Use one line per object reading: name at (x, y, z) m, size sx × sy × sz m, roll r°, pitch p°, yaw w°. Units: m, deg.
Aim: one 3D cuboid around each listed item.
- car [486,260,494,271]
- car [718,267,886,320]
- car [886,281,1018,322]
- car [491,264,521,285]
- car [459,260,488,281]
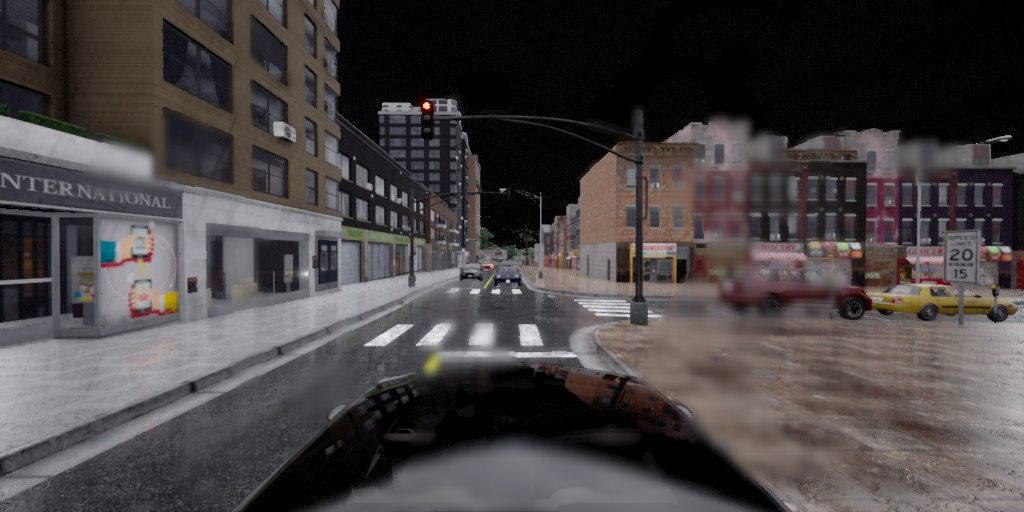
car at (-3.750, 1.396, 53.597) m, size 2.097 × 1.767 × 4.553 m, roll 0°, pitch -1°, yaw -1°
car at (10.589, 1.345, 13.698) m, size 5.009 × 1.841 × 2.192 m, roll 0°, pitch 0°, yaw -1°
car at (16.304, 1.658, 13.789) m, size 4.829 × 1.417 × 1.751 m, roll 0°, pitch 0°, yaw -1°
car at (-0.337, 1.415, 26.576) m, size 1.895 × 1.301 × 4.718 m, roll 0°, pitch 0°, yaw -1°
car at (-3.363, 1.340, 30.714) m, size 1.837 × 1.490 × 4.892 m, roll 0°, pitch 0°, yaw -1°
